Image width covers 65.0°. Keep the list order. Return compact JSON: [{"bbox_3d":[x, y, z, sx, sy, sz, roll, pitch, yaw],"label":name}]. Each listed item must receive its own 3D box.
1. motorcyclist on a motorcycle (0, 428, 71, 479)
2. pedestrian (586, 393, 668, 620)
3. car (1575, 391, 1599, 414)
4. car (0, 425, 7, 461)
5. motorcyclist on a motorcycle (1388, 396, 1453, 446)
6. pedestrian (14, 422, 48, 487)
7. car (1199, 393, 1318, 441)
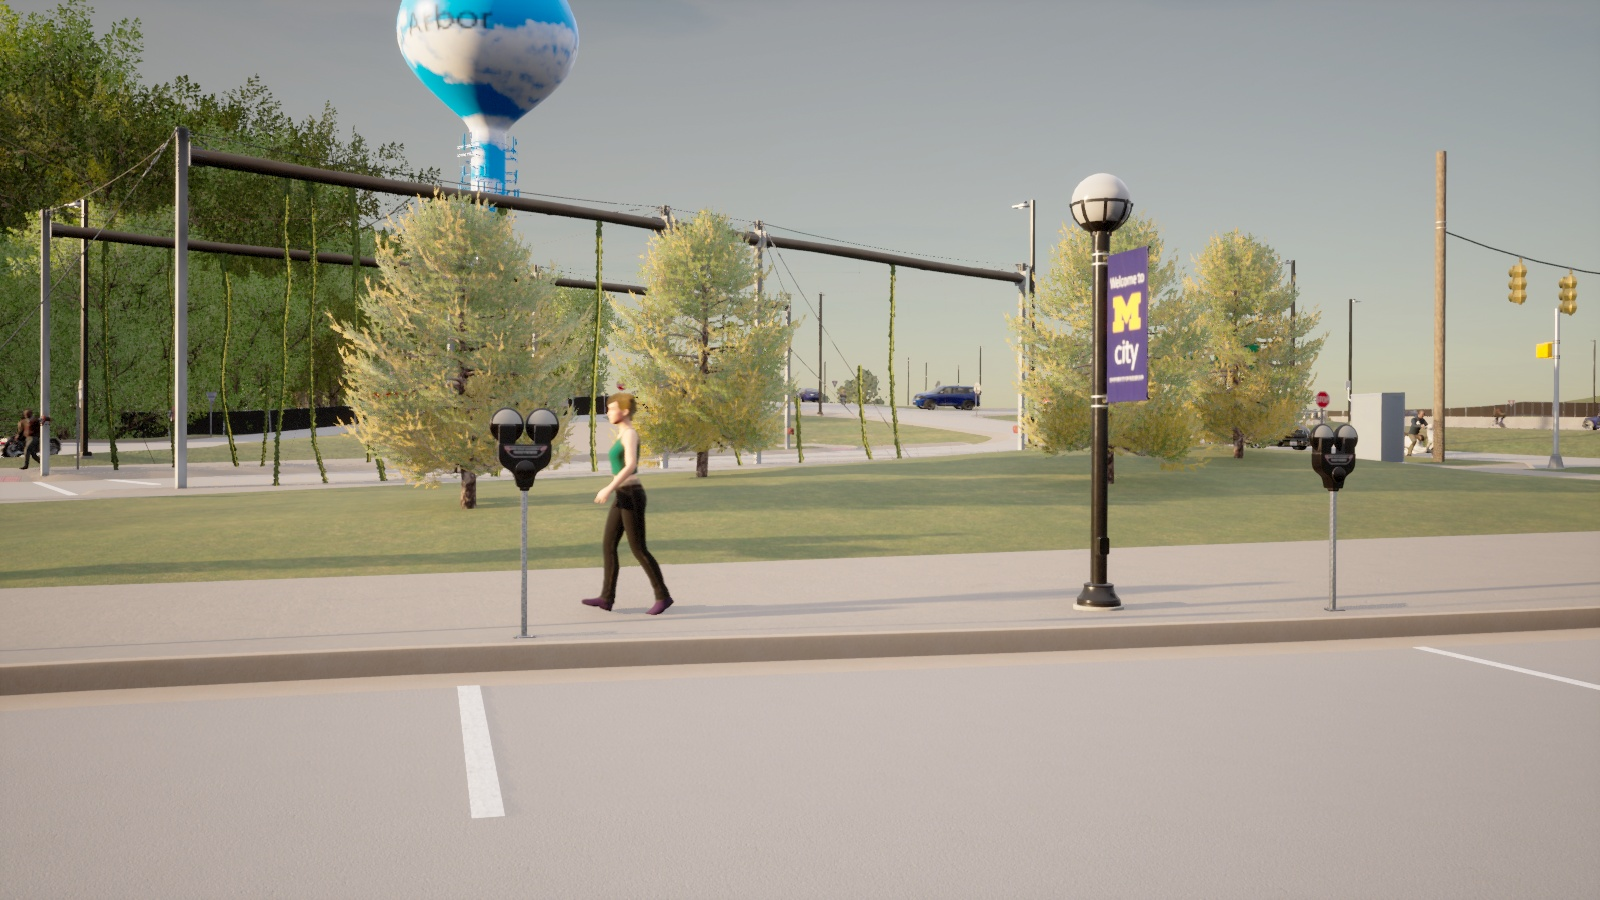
[{"bbox_3d":[-27.066,0.103,44.362,0.766,1.649,2.350,-2,3,15],"label":"motorcyclist on a motorcycle"},{"bbox_3d":[-1.436,0.455,10.430,0.594,1.836,0.345,-1,0,-18],"label":"pedestrian"},{"bbox_3d":[52.264,-3.028,79.869,2.163,1.488,4.792,-1,2,-17],"label":"car"},{"bbox_3d":[-40.318,-0.246,59.140,4.611,1.667,2.242,-1,2,8],"label":"car"},{"bbox_3d":[20.240,-0.942,40.988,0.866,1.590,1.817,-1,2,-19],"label":"motorcyclist on a motorcycle"},{"bbox_3d":[-22.086,0.122,36.072,0.376,1.854,0.720,-1,0,16],"label":"pedestrian"},{"bbox_3d":[17.806,-1.287,49.000,2.097,1.767,4.553,-1,2,-15],"label":"car"}]
